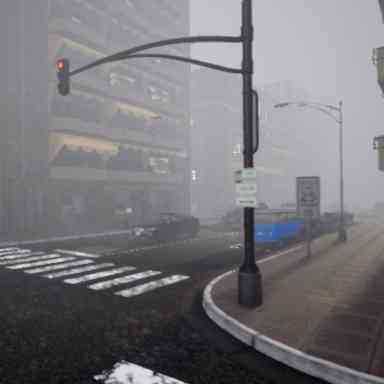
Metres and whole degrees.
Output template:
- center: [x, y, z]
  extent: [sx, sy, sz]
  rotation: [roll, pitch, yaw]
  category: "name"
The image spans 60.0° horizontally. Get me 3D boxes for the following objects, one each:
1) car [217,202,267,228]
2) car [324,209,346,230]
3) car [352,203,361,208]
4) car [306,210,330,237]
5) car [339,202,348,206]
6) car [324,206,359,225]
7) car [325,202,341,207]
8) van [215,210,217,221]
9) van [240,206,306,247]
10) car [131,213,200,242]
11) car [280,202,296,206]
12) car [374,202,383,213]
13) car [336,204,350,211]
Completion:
- center: [4.702, 1.902, 28.063]
  extent: [2.150, 2.045, 5.566]
  rotation: [-1, -2, 37]
  category: "car"
- center: [10.574, 2.239, 26.423]
  extent: [1.802, 1.307, 4.206]
  rotation: [-2, -2, 35]
  category: "car"
- center: [42.115, 3.540, 85.278]
  extent: [1.752, 1.417, 4.829]
  rotation: [-2, -2, 35]
  category: "car"
- center: [7.368, 2.116, 21.907]
  extent: [1.947, 1.339, 4.313]
  rotation: [-2, -2, 35]
  category: "car"
- center: [29.384, 2.913, 67.355]
  extent: [2.192, 1.841, 5.009]
  rotation: [-2, -2, 35]
  category: "car"
- center: [13.781, 2.314, 30.942]
  extent: [2.008, 1.369, 4.403]
  rotation: [-2, -2, 35]
  category: "car"
- center: [26.181, 3.074, 62.830]
  extent: [1.802, 1.307, 4.206]
  rotation: [-2, -2, 35]
  category: "car"
- center: [3.734, 2.090, 31.218]
  extent: [1.690, 1.788, 3.998]
  rotation: [-2, -2, 35]
  category: "van"
- center: [4.297, 1.783, 17.299]
  extent: [1.690, 1.788, 3.998]
  rotation: [-2, -2, 35]
  category: "van"
- center: [-1.425, 1.969, 19.444]
  extent: [2.128, 1.511, 4.902]
  rotation: [-1, -2, 35]
  category: "car"
- center: [10.890, 2.107, 36.772]
  extent: [2.150, 2.045, 5.566]
  rotation: [-1, -2, 36]
  category: "car"
- center: [33.043, 2.715, 58.032]
  extent: [2.192, 1.841, 5.009]
  rotation: [-2, -2, 35]
  category: "car"
- center: [32.594, 3.248, 71.865]
  extent: [1.887, 1.381, 4.507]
  rotation: [-2, -2, 35]
  category: "car"
